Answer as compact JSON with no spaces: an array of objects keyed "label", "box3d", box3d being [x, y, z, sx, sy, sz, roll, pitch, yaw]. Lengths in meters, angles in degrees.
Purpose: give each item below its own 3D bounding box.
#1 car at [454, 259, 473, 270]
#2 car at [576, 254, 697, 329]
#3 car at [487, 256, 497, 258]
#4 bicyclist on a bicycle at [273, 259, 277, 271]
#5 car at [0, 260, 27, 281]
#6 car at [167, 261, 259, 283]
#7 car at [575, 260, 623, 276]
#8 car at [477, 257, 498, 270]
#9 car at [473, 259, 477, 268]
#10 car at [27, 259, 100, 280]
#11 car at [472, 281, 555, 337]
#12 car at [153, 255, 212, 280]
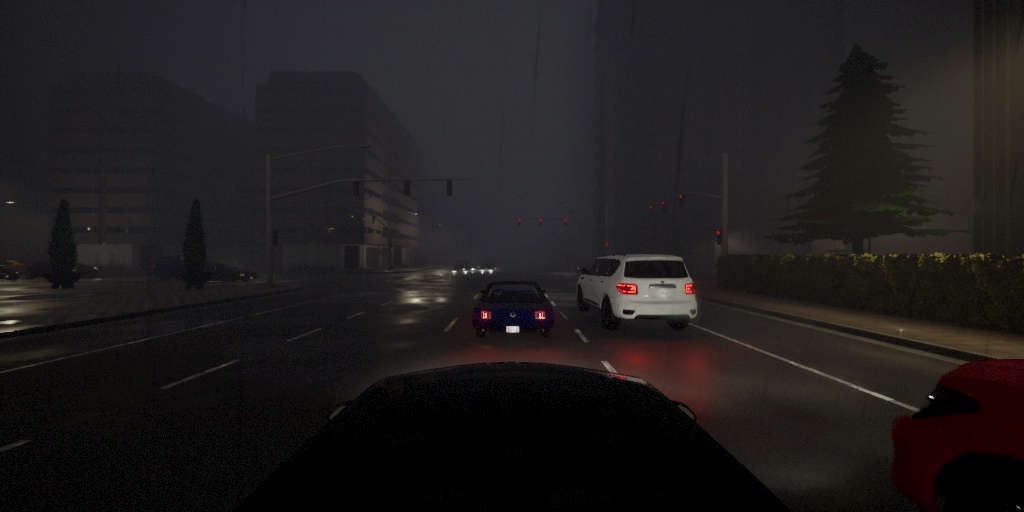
[{"label":"car","box3d":[-7.163,1.228,51.739,1.882,1.535,5.008,0,0,0]},{"label":"car","box3d":[3.573,0.971,11.362,2.150,2.045,5.566,0,0,-2]},{"label":"car","box3d":[-3.655,0.971,64.702,2.150,2.045,5.566,0,0,0]},{"label":"bicyclist on a bicycle","box3d":[-28.701,1.051,42.895,0.582,1.620,1.656,0,0,0]},{"label":"car","box3d":[-40.956,1.276,27.521,4.674,1.442,1.812,0,0,1]},{"label":"car","box3d":[-22.488,1.297,27.345,5.357,1.411,2.033,0,0,1]},{"label":"car","box3d":[9.435,1.257,38.964,4.892,1.490,1.837,1,1,15]},{"label":"car","box3d":[-3.659,1.314,53.982,1.994,1.385,4.181,0,0,0]},{"label":"car","box3d":[-7.170,1.351,61.070,1.895,1.301,4.718,0,0,0]},{"label":"car","box3d":[-38.763,1.102,31.001,4.553,1.767,2.097,0,0,1]},{"label":"car","box3d":[0.043,1.351,10.233,1.895,1.301,4.718,0,0,0]},{"label":"car","box3d":[-27.505,0.972,30.902,5.566,2.045,2.150,0,0,0]}]
